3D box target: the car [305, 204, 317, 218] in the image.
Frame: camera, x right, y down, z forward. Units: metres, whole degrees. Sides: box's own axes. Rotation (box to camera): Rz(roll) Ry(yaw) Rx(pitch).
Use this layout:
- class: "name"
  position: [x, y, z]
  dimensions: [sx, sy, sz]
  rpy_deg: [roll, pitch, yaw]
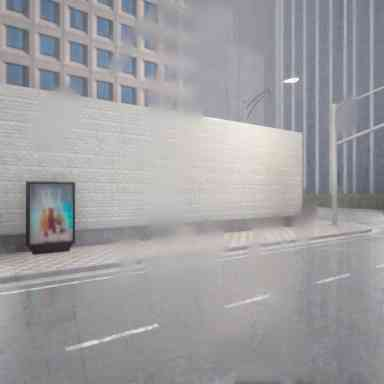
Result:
- class: "car"
  position: [9.065, 1.533, 30.770]
  dimensions: [1.882, 1.535, 5.008]
  rpy_deg: [0, 0, -36]

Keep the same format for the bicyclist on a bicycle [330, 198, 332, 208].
- class: "bicyclist on a bicycle"
  position: [18.668, 1.356, 43.951]
  dimensions: [1.656, 1.620, 0.582]
  rpy_deg: [0, 0, -36]

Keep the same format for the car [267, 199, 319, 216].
- class: "car"
  position: [10.446, 1.547, 34.856]
  dimensions: [2.128, 1.511, 4.902]
  rpy_deg: [0, 0, -36]
